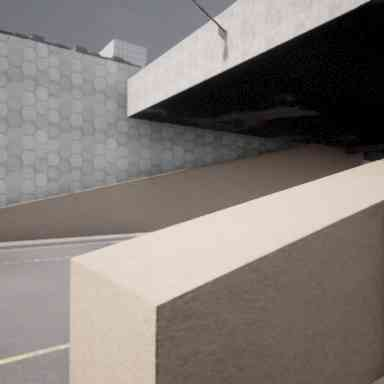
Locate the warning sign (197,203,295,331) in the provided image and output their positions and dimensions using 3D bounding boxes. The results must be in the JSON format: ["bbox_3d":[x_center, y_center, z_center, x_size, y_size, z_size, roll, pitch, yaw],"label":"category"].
[{"bbox_3d":[0.912,1.152,5.806,1.060,1.860,1.300,1,0,-35],"label":"warning sign"}]
